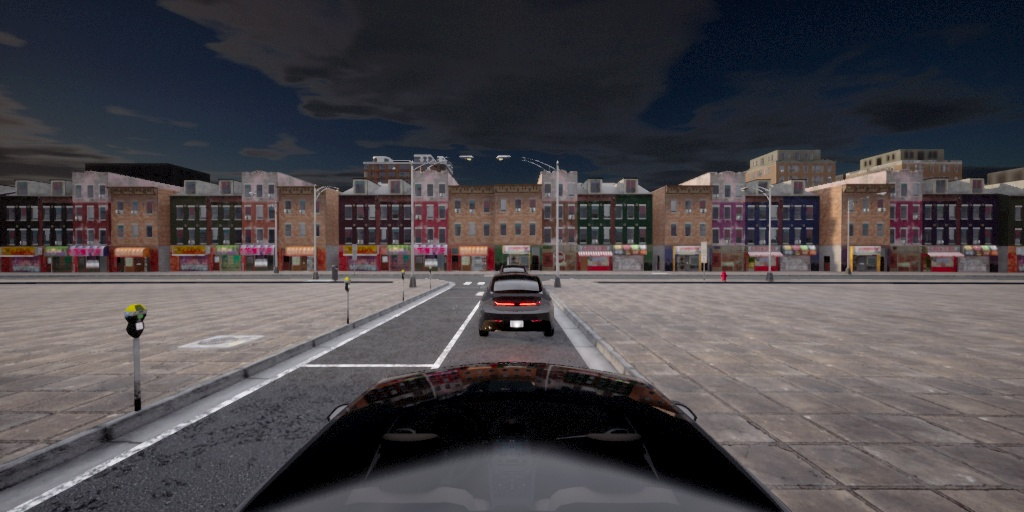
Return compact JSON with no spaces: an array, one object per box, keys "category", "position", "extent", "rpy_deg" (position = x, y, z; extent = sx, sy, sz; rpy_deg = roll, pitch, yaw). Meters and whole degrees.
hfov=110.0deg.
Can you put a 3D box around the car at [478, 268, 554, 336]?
[{"category":"car","position":[0.102,1.253,10.331],"extent":[1.837,1.490,4.892],"rpy_deg":[0,0,0]}]

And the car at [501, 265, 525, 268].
[{"category":"car","position":[0.039,1.254,20.571],"extent":[1.837,1.490,4.892],"rpy_deg":[0,0,-2]}]
